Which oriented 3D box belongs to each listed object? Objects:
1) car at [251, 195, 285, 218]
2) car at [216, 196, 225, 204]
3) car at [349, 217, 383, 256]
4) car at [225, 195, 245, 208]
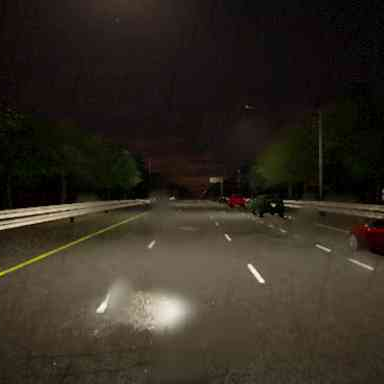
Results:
[{"bbox_3d":[7.075,1.291,31.346,2.150,2.045,5.566,0,0,0],"label":"car"},{"bbox_3d":[7.392,2.094,78.817,1.837,1.490,4.892,0,-1,1],"label":"car"},{"bbox_3d":[7.017,1.497,10.943,1.882,1.535,5.008,0,0,0],"label":"car"},{"bbox_3d":[7.196,1.496,54.180,2.150,2.045,5.566,0,-1,0],"label":"car"}]
